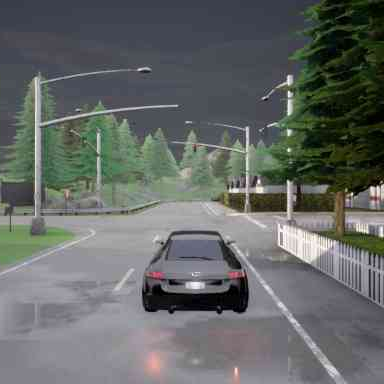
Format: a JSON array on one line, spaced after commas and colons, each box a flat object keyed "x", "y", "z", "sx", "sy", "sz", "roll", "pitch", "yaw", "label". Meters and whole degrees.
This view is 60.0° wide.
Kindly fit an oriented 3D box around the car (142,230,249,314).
[{"x": 0.075, "y": 1.564, "z": 7.686, "sx": 1.994, "sy": 1.385, "sz": 4.181, "roll": 0, "pitch": 0, "yaw": 1, "label": "car"}]

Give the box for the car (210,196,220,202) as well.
[{"x": 6.703, "y": 1.524, "z": 72.905, "sx": 5.357, "sy": 1.411, "sz": 2.033, "roll": 0, "pitch": 0, "yaw": -22, "label": "car"}]
